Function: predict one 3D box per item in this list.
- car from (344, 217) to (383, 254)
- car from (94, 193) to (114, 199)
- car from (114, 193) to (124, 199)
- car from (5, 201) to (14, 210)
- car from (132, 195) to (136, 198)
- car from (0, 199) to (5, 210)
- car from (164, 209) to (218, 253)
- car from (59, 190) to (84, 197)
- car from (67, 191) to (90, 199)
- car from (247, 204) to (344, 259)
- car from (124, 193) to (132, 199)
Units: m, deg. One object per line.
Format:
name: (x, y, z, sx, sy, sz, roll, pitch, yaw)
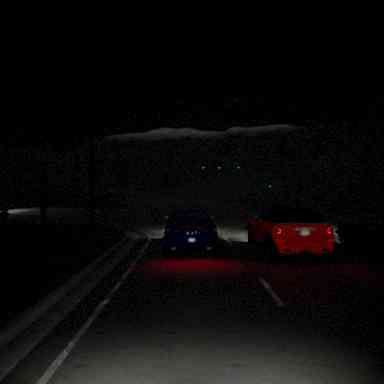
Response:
car: (6.970, 1.528, 11.702, 1.895, 1.301, 4.718, 0, 0, -1)
car: (-22.008, 1.096, 80.965, 4.718, 1.301, 1.895, 0, 0, 35)
car: (-20.413, 0.960, 84.112, 5.008, 1.535, 1.882, 0, 0, 32)
car: (-22.671, 1.274, 37.309, 4.892, 1.490, 1.837, 0, 0, -1)
car: (-17.712, 1.036, 90.710, 4.718, 1.301, 1.895, 0, 0, 32)
car: (-22.580, 1.339, 33.807, 5.357, 1.411, 2.033, 0, 0, -1)
car: (-0.103, 1.394, 13.331, 1.882, 1.535, 5.008, 0, 0, -2)
car: (-31.079, 0.772, 85.814, 4.553, 1.767, 2.097, 0, 0, 18)
car: (-26.560, 1.049, 79.740, 5.357, 1.411, 2.033, 0, 0, 28)
car: (3.431, 1.274, 12.397, 2.097, 1.767, 4.553, 0, 0, -2)
car: (-18.896, 0.987, 87.292, 4.902, 1.511, 2.128, 0, 0, 32)
